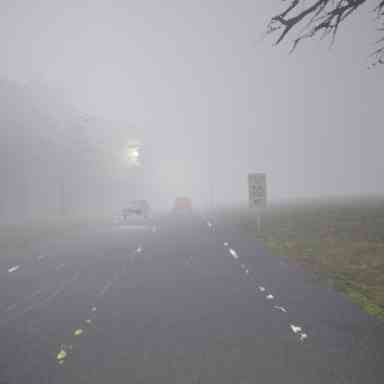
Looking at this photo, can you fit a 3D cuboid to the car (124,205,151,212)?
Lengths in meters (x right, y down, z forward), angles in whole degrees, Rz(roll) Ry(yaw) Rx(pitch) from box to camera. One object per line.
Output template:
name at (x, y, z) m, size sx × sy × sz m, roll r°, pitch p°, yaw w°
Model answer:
car at (-4.262, 1.233, 26.416) m, size 2.033 × 1.411 × 5.357 m, roll -2°, pitch 0°, yaw -2°

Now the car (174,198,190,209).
car at (-1.381, 1.601, 48.175) m, size 2.128 × 1.511 × 4.902 m, roll -2°, pitch -1°, yaw -1°

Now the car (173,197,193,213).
car at (-1.030, 1.340, 36.844) m, size 2.097 × 1.767 × 4.553 m, roll -2°, pitch 0°, yaw -1°
